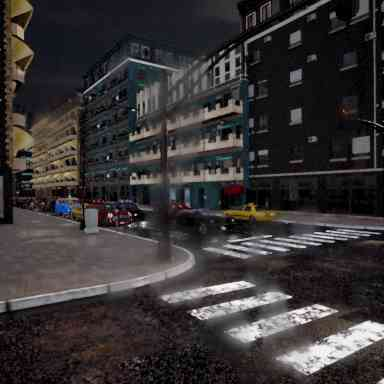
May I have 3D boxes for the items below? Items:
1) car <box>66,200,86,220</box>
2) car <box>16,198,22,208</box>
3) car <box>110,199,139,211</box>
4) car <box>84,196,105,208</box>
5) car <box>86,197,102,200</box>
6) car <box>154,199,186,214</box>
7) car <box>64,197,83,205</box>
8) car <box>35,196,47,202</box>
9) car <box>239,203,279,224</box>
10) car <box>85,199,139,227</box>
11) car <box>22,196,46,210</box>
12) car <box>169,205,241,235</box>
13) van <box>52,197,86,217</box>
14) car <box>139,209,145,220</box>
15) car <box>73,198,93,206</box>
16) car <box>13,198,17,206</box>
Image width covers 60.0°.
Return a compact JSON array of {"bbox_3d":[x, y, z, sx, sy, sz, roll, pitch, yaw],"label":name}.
[{"bbox_3d":[-8.943,1.652,28.303,1.752,1.417,4.829,-1,1,-35],"label":"car"},{"bbox_3d":[-25.105,1.770,50.972,1.947,1.339,4.313,-1,1,-35],"label":"car"},{"bbox_3d":[-8.644,1.582,42.317,2.008,1.369,4.403,-1,1,-35],"label":"car"},{"bbox_3d":[-15.072,1.502,51.329,1.967,1.590,4.097,-1,1,-35],"label":"car"},{"bbox_3d":[-11.693,1.588,36.633,1.882,1.535,5.008,-1,0,-35],"label":"car"},{"bbox_3d":[-2.220,1.441,33.304,1.967,1.590,4.097,-1,1,-35],"label":"car"},{"bbox_3d":[-21.496,1.646,60.342,2.008,1.369,4.403,-1,1,-35],"label":"car"},{"bbox_3d":[-37.560,1.728,82.874,1.887,1.381,4.507,-1,1,-35],"label":"car"},{"bbox_3d":[4.108,1.498,24.431,1.752,1.417,4.829,-1,1,-35],"label":"car"},{"bbox_3d":[-5.830,1.553,23.935,1.967,1.590,4.097,-1,1,-35],"label":"car"},{"bbox_3d":[-21.895,1.628,46.465,1.967,1.590,4.097,-1,1,-35],"label":"car"},{"bbox_3d":[0.418,1.657,19.636,1.895,1.301,4.718,-1,0,-35],"label":"car"},{"bbox_3d":[-12.257,1.483,32.945,1.690,1.788,3.998,-1,1,-35],"label":"van"},{"bbox_3d":[-5.653,1.646,28.154,1.994,1.385,4.181,-1,0,-35],"label":"car"},{"bbox_3d":[-18.283,1.644,55.836,1.947,1.339,4.313,-1,1,-35],"label":"car"},{"bbox_3d":[-31.531,1.783,59.984,1.887,1.381,4.507,-1,1,-35],"label":"car"}]
